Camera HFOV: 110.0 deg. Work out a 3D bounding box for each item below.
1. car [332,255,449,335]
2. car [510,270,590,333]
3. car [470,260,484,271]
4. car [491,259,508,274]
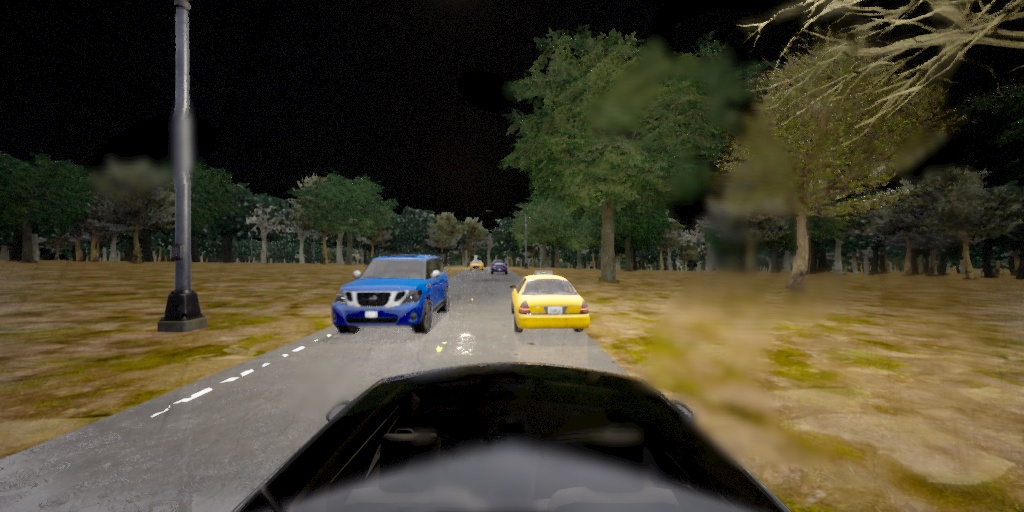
[{"bbox_3d":[-3.274,0.970,10.912,2.150,2.045,5.566,0,0,-2],"label":"car"},{"bbox_3d":[0.912,1.204,10.710,1.801,1.575,5.366,0,0,-2],"label":"car"},{"bbox_3d":[-5.214,1.384,53.191,1.882,1.535,5.008,0,0,-3],"label":"car"},{"bbox_3d":[-1.529,1.370,42.881,1.812,1.442,4.674,0,0,-3],"label":"car"}]
